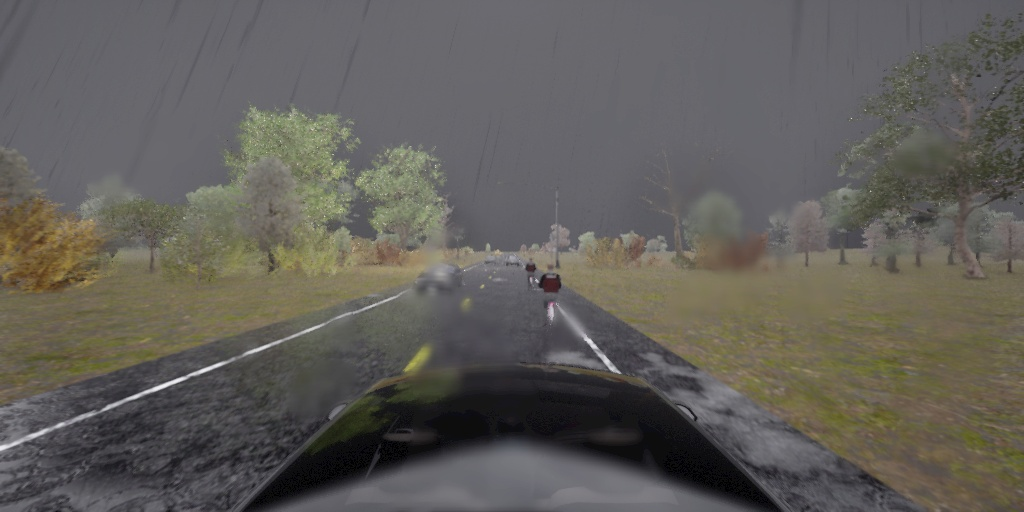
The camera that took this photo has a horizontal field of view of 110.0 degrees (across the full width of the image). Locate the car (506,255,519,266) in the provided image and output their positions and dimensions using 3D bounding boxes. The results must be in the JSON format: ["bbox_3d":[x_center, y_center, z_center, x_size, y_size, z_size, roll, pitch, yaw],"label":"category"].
[{"bbox_3d":[0.089,0.751,55.681,1.994,1.385,4.181,0,1,0],"label":"car"}]

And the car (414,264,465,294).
[{"bbox_3d":[-3.601,1.122,18.892,2.033,1.411,5.357,0,1,0],"label":"car"}]

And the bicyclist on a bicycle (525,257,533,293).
[{"bbox_3d":[0.960,0.950,18.382,0.659,1.776,1.843,0,1,0],"label":"bicyclist on a bicycle"}]

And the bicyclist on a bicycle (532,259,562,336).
[{"bbox_3d":[0.961,1.045,9.174,0.659,1.776,1.843,0,1,0],"label":"bicyclist on a bicycle"}]

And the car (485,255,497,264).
[{"bbox_3d":[-3.547,0.635,60.855,1.837,1.490,4.892,0,1,1],"label":"car"}]
